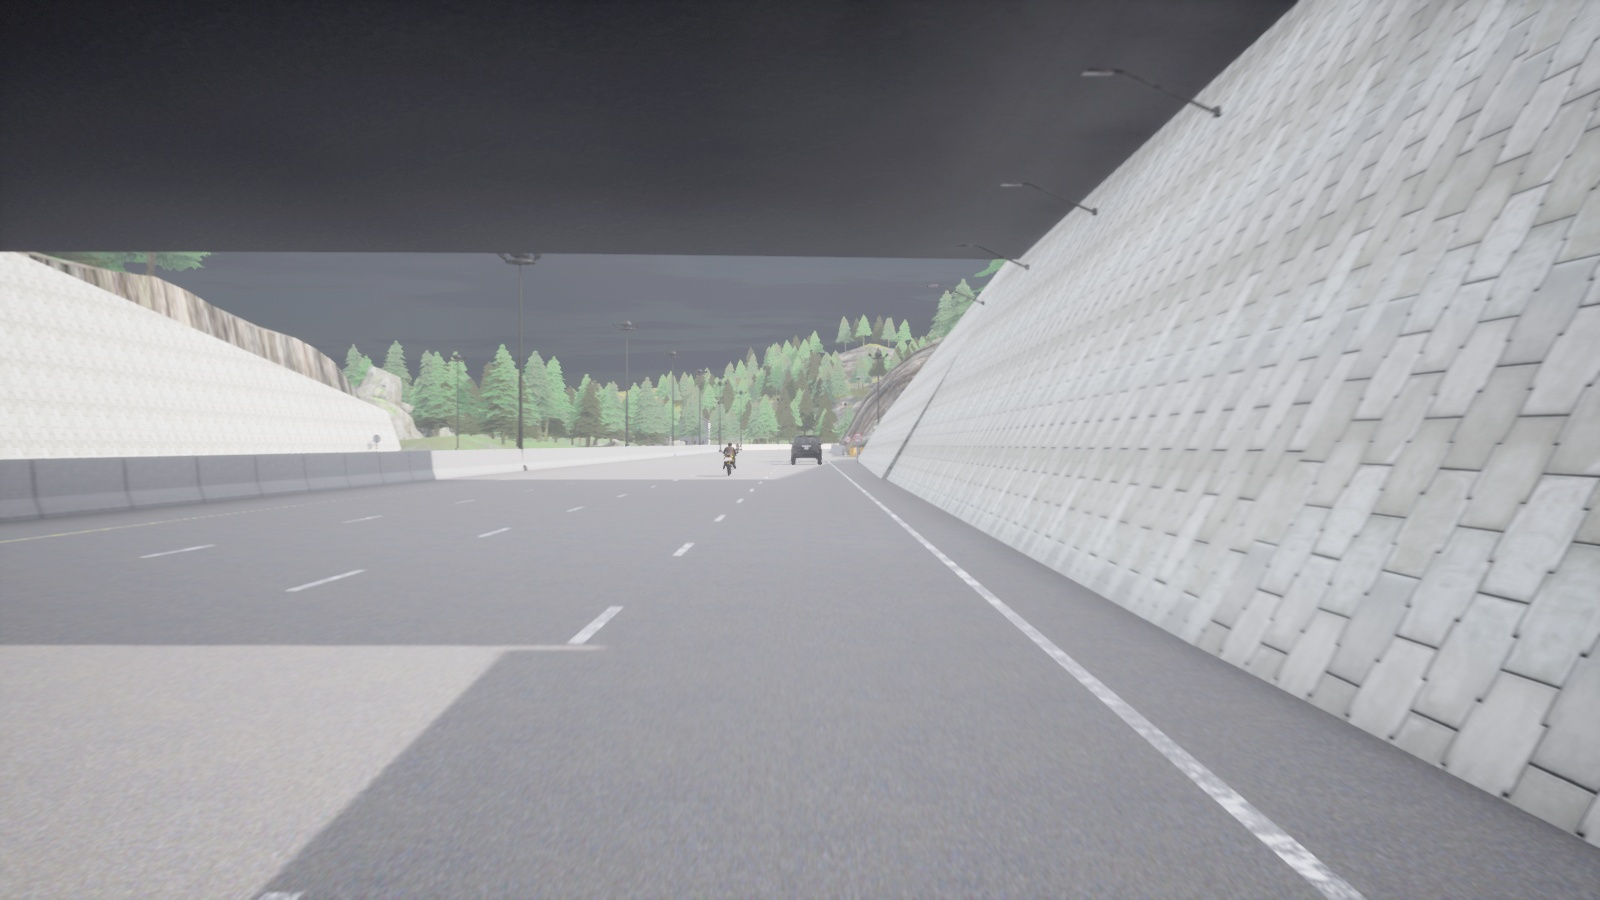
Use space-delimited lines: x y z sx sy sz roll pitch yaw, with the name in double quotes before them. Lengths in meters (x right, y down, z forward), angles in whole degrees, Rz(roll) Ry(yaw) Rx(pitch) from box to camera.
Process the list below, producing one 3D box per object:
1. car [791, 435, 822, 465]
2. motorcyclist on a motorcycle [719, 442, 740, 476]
"car" 0.455 -0.031 89.102 2.150 2.045 5.566 0 0 0
"motorcyclist on a motorcycle" -3.192 0.408 56.993 0.797 1.523 2.044 0 0 0
